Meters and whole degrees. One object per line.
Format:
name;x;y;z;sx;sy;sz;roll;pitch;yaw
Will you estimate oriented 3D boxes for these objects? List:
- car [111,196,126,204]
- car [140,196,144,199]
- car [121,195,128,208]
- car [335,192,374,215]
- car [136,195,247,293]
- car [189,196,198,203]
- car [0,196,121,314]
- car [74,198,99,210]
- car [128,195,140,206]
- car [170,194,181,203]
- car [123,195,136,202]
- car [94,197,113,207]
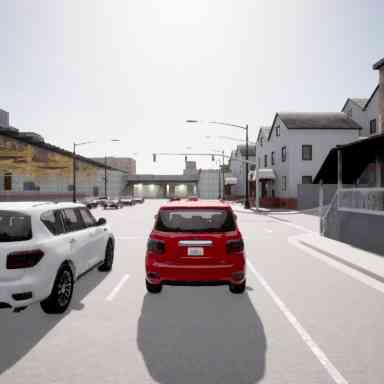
car;-13.897;1.505;63.303;1.837;1.490;4.892;0;0;0
car;-10.384;1.547;64.657;2.033;1.411;5.357;0;0;0
car;-10.494;1.491;44.619;2.128;1.511;4.902;0;0;0
car;14.901;0.850;28.716;5.357;1.411;2.033;-16;0;-1
car;0.099;1.221;9.007;2.150;2.045;5.566;0;0;1
car;0.252;1.524;70.041;1.812;1.442;4.674;0;0;0
car;-3.409;1.221;7.745;2.150;2.045;5.566;0;0;1
car;-13.995;1.564;44.207;1.994;1.385;4.181;0;0;0
car;-10.463;1.547;54.368;2.033;1.411;5.357;0;0;0
car;-3.337;1.352;69.139;2.097;1.767;4.553;0;0;0
car;-13.826;1.493;73.717;1.837;1.490;4.892;0;0;0
car;-13.964;1.526;52.948;1.812;1.442;4.674;0;0;0
